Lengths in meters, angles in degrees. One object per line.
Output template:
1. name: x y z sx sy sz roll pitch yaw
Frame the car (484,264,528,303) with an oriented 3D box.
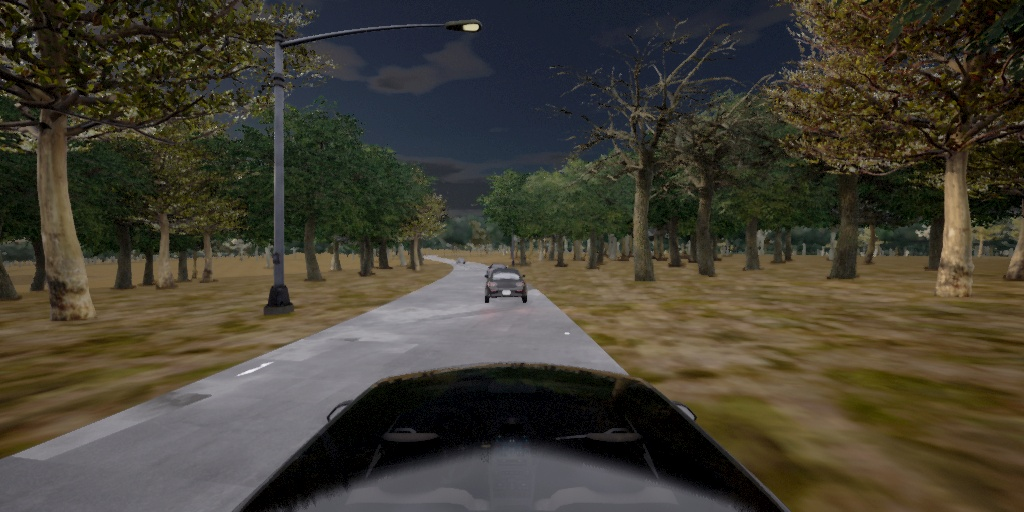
1. car: -0.312 1.286 16.570 1.812 1.442 4.674 0 0 -2
